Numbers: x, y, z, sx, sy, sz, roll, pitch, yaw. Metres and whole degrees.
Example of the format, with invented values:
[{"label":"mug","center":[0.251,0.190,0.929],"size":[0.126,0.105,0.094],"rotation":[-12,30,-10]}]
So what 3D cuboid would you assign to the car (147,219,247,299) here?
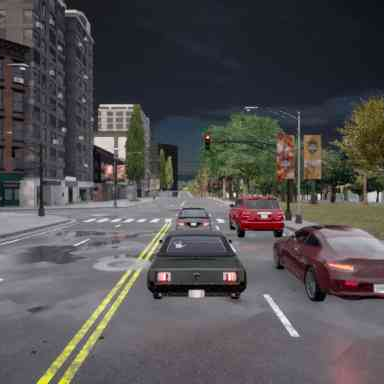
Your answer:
[{"label":"car","center":[0.087,1.599,8.390],"size":[1.895,1.301,4.718],"rotation":[0,0,0]}]

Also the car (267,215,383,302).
[{"label":"car","center":[3.340,1.524,8.129],"size":[1.812,1.442,4.674],"rotation":[0,0,0]}]

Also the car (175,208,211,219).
[{"label":"car","center":[0.072,1.544,17.983],"size":[2.033,1.411,5.357],"rotation":[0,0,0]}]

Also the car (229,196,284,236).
[{"label":"car","center":[3.321,1.218,17.942],"size":[2.150,2.045,5.566],"rotation":[0,0,0]}]
